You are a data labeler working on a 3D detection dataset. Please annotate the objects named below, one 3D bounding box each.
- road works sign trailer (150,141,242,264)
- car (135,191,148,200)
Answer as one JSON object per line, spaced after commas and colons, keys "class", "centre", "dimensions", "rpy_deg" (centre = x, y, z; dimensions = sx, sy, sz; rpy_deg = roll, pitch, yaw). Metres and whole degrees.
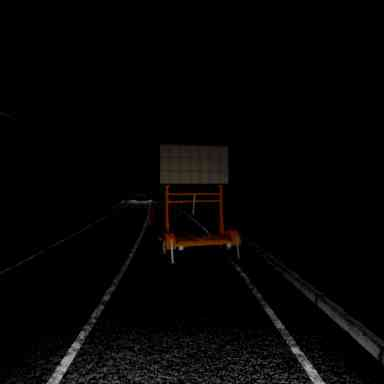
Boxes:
{"class": "road works sign trailer", "centre": [0.036, 0.174, 10.845], "dimensions": [2.380, 3.560, 2.880], "rpy_deg": [-1, 1, -16]}
{"class": "car", "centre": [-8.280, 0.569, 54.534], "dimensions": [1.812, 1.442, 4.674], "rpy_deg": [0, 2, -7]}
